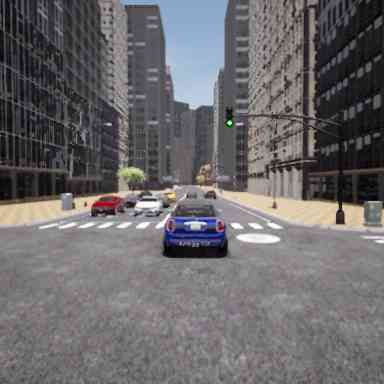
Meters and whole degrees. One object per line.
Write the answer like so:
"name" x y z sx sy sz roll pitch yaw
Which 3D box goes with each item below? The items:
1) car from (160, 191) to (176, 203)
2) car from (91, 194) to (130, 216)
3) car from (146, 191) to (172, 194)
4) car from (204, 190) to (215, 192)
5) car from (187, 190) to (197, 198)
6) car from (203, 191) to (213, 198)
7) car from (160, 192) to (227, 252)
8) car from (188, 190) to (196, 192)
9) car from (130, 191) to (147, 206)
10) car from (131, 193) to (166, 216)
"car" -3.266 0.653 46.315 1.882 1.535 5.008 0 1 0
"car" -6.600 1.008 26.654 1.882 1.535 5.008 0 1 0
"car" -3.339 0.905 36.101 2.033 1.411 5.357 0 1 0
"car" 3.232 0.475 57.075 1.837 1.490 4.892 0 1 0
"car" -0.022 0.351 66.652 2.033 1.411 5.357 0 1 0
"car" 3.229 0.390 67.097 1.895 1.301 4.718 0 1 0
"car" 0.107 1.081 12.758 2.097 1.767 4.553 0 2 0
"car" -0.019 0.480 56.433 2.128 1.511 4.902 0 1 0
"car" -6.589 0.903 36.580 2.033 1.411 5.357 0 1 0
"car" -3.351 1.054 26.412 1.812 1.442 4.674 0 1 0
